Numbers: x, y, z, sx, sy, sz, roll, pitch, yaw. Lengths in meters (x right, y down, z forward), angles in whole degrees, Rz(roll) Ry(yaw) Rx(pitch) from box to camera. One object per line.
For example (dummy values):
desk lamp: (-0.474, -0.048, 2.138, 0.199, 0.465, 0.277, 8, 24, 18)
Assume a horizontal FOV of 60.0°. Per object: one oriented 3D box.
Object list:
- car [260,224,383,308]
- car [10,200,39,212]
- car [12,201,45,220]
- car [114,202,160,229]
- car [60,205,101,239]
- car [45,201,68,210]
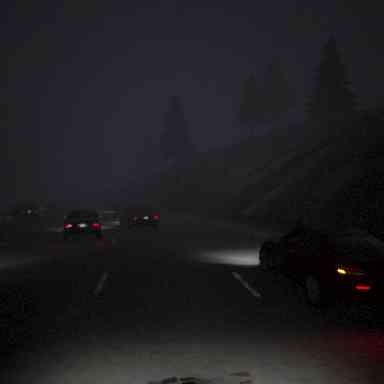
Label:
car: (3.074, 1.487, 7.796, 1.812, 1.442, 4.674, 0, 0, -7)
car: (-23.584, 1.909, 46.796, 2.033, 1.411, 5.357, -1, 0, -45)
car: (-15.476, 1.785, 30.845, 2.033, 1.411, 5.357, -1, 0, -34)
car: (-3.651, 1.613, 22.267, 2.033, 1.411, 5.357, -1, 0, -21)
car: (-5.940, 1.642, 18.001, 2.033, 1.411, 5.357, -1, 0, -18)
car: (-19.632, 1.907, 47.756, 1.895, 1.301, 4.718, -1, 0, -44)
